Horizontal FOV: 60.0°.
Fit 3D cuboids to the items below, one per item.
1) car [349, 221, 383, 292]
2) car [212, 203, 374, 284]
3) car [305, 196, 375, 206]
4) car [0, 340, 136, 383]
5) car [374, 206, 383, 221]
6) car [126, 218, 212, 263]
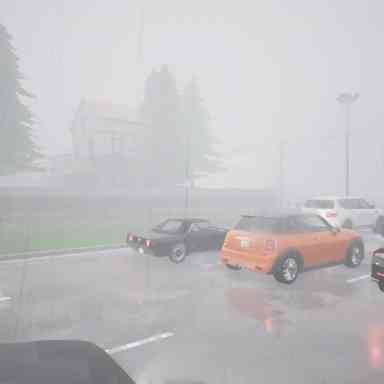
[{"bbox_3d":[5.974,1.492,7.556,4.902,1.511,2.128,0,0,-36],"label":"car"},{"bbox_3d":[3.089,1.352,9.797,4.553,1.767,2.097,0,0,-36],"label":"car"},{"bbox_3d":[8.104,1.223,17.695,5.566,2.045,2.150,0,0,-36],"label":"car"},{"bbox_3d":[-2.670,1.547,1.332,5.357,1.411,2.033,0,0,-35],"label":"car"},{"bbox_3d":[10.544,1.479,15.142,5.008,1.535,1.882,0,0,-36],"label":"car"},{"bbox_3d":[0.173,1.601,11.998,4.718,1.301,1.895,0,0,-36],"label":"car"}]
